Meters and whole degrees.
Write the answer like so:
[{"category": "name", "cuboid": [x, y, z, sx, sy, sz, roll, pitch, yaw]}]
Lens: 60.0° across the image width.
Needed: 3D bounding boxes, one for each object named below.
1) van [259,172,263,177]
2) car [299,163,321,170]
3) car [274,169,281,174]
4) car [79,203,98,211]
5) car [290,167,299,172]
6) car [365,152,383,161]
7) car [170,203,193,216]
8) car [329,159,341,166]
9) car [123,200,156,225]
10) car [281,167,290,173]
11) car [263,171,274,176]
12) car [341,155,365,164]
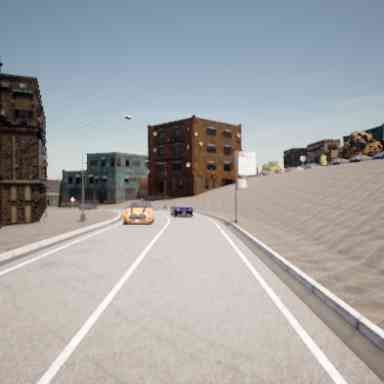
[{"category": "van", "cuboid": [20.780, -4.836, 92.595, 1.878, 1.987, 4.442, 0, 0, -1]}, {"category": "car", "cuboid": [21.498, -4.357, 59.501, 2.185, 1.767, 4.553, 0, 1, -1]}, {"category": "car", "cuboid": [21.136, -4.564, 76.186, 2.185, 1.767, 4.553, 0, 1, -1]}, {"category": "car", "cuboid": [-19.970, 2.956, 63.968, 1.837, 1.490, 4.892, 0, -3, -44]}, {"category": "car", "cuboid": [21.379, -4.261, 64.995, 2.002, 1.452, 4.674, 0, 1, -1]}, {"category": "car", "cuboid": [22.097, -3.863, 37.505, 2.002, 1.452, 4.674, 0, 1, -2]}, {"category": "car", "cuboid": [-1.185, 1.814, 34.984, 1.895, 1.301, 4.718, 0, -1, -11]}, {"category": "car", "cuboid": [21.735, -4.089, 48.565, 2.231, 1.521, 4.892, 0, 1, -1]}, {"category": "car", "cuboid": [-3.856, 1.428, 24.929, 2.097, 1.767, 4.553, 0, -1, -3]}, {"category": "car", "cuboid": [21.256, -4.498, 70.667, 2.185, 1.767, 4.553, 0, 1, -1]}, {"category": "car", "cuboid": [20.896, -4.558, 87.201, 2.231, 1.521, 4.892, 0, 1, -1]}, {"category": "car", "cuboid": [21.864, -4.005, 43.047, 2.231, 1.521, 4.892, 0, 1, -1]}]
